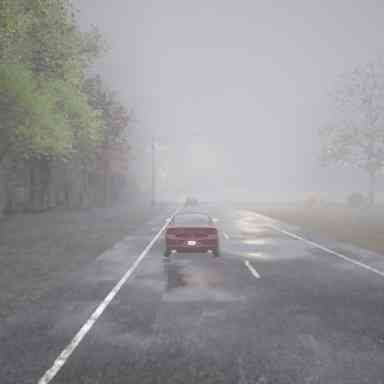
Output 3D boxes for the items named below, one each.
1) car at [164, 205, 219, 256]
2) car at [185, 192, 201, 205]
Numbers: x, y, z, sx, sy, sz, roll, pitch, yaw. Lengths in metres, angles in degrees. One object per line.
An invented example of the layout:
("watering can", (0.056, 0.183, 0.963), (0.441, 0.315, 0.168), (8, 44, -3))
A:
("car", (-0.007, 1.481, 13.121), (1.882, 1.535, 5.008), (0, 0, 0))
("car", (-0.024, 1.347, 54.485), (2.097, 1.767, 4.553), (0, 0, 0))
